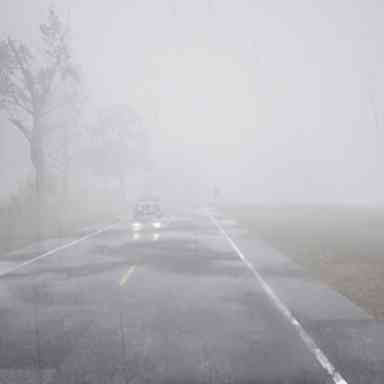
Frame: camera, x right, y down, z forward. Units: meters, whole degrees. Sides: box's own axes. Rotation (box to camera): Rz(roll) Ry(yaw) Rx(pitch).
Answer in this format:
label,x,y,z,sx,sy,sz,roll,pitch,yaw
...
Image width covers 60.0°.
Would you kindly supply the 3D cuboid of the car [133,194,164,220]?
label,x,y,z,sx,sy,sz,roll,pitch,yaw
car,-3.587,1.211,28.434,2.150,2.045,5.566,0,0,0
